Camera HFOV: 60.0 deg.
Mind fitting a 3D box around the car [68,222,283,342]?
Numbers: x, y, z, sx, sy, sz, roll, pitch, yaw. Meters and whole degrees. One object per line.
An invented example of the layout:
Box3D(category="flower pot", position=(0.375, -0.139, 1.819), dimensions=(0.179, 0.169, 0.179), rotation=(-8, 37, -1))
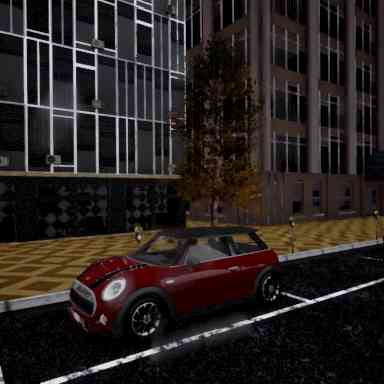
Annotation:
Box3D(category="car", position=(-0.194, 1.439, 6.404), dimensions=(4.097, 1.590, 1.967), rotation=(0, -1, -35))

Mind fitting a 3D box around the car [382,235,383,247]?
Box3D(category="car", position=(9.107, 1.547, 12.939), dimensions=(4.403, 1.369, 2.008), rotation=(0, -1, -35))
